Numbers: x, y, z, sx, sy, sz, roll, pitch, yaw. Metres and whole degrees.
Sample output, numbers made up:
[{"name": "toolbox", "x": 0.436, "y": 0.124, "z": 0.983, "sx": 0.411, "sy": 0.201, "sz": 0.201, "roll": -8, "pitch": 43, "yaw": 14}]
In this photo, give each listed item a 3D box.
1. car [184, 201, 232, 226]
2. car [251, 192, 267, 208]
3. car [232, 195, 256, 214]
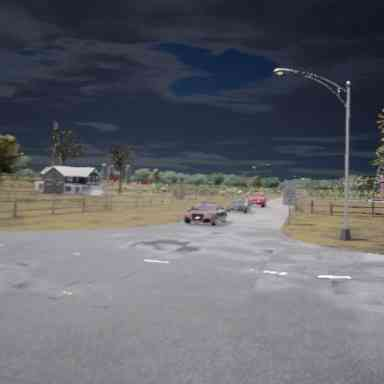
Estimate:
[{"name": "car", "x": 1.007, "y": 1.373, "z": 21.919, "sx": 1.994, "sy": 1.385, "sz": 4.181, "roll": 2, "pitch": 1, "yaw": 20}, {"name": "car", "x": 9.281, "y": 1.085, "z": 46.936, "sx": 2.150, "sy": 2.045, "sz": 5.566, "roll": 2, "pitch": 0, "yaw": 18}, {"name": "car", "x": 4.851, "y": 1.337, "z": 33.453, "sx": 1.837, "sy": 1.490, "sz": 4.892, "roll": 2, "pitch": 0, "yaw": 18}]
